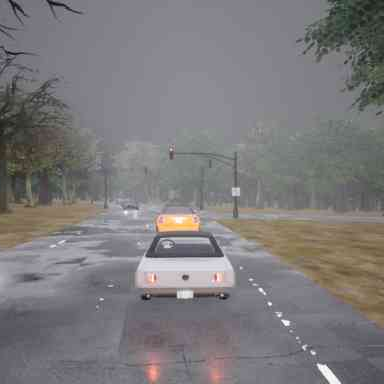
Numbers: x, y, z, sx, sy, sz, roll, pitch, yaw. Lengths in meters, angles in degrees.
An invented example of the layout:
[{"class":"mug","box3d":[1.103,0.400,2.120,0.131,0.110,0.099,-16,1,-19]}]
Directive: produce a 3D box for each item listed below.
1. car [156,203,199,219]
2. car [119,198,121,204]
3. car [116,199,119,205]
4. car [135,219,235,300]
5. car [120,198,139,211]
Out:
[{"class":"car","box3d":[-0.775,1.361,17.324,2.097,1.767,4.553,0,0,-4]},{"class":"car","box3d":[-11.963,1.920,61.254,1.837,1.490,4.892,0,-1,-15]},{"class":"car","box3d":[-16.176,2.184,75.790,1.812,1.442,4.674,0,-1,-18]},{"class":"car","box3d":[-0.202,1.605,8.352,1.895,1.301,4.718,0,0,-2]},{"class":"car","box3d":[-7.873,1.697,42.850,1.994,1.385,4.181,0,-1,-11]}]
